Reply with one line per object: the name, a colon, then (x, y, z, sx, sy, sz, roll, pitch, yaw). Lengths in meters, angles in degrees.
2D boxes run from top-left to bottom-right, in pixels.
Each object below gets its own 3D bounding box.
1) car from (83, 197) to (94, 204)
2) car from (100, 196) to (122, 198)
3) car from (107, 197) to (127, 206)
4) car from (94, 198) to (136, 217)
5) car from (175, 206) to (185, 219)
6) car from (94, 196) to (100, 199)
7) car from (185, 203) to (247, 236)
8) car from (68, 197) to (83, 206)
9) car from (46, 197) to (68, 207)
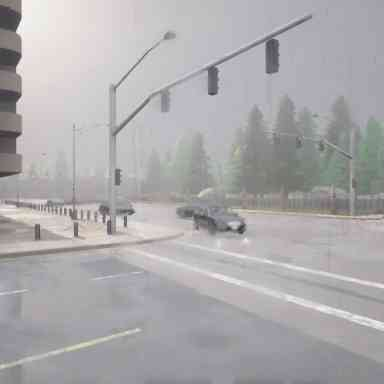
car: (-20.828, 1.656, 62.931, 1.895, 1.301, 4.718, 0, 0, -36)
car: (-9.037, 1.546, 40.743, 2.128, 1.511, 4.902, 0, 0, -36)
car: (-13.251, 1.581, 58.581, 1.812, 1.442, 4.674, 0, 0, -36)
car: (-7.492, 1.603, 32.754, 2.033, 1.411, 5.357, 0, 0, -36)
car: (0.697, 1.603, 27.558, 2.033, 1.411, 5.357, 0, 0, -36)
car: (-18.760, 1.547, 66.023, 2.128, 1.511, 4.902, 0, 0, -36)
car: (1.429, 1.517, 18.592, 2.128, 1.511, 4.902, 0, -1, -16)
car: (-20.654, 1.687, 56.635, 1.895, 1.301, 4.718, 0, 0, -36)
car: (-21.146, 1.581, 51.342, 1.812, 1.442, 4.674, 0, 0, -36)
